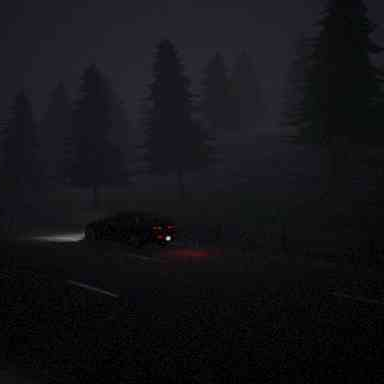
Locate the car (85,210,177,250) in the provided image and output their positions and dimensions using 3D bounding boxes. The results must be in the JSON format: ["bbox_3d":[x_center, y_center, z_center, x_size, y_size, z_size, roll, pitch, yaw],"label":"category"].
[{"bbox_3d":[-2.877,1.596,15.041,4.892,1.490,1.837,1,-1,38],"label":"car"}]
